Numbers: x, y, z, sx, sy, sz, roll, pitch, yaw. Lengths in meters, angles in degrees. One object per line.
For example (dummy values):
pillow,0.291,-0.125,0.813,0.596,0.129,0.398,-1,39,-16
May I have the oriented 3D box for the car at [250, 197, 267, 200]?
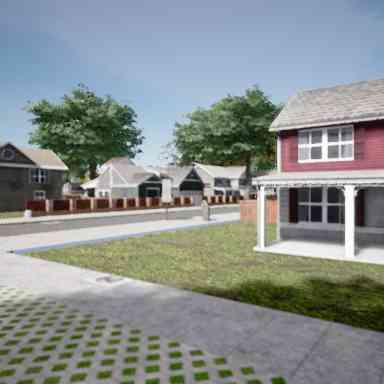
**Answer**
car,9.935,1.471,49.760,1.837,1.490,4.892,0,0,36
